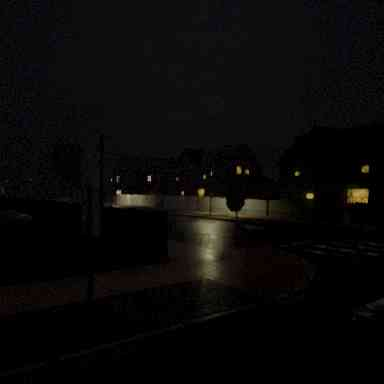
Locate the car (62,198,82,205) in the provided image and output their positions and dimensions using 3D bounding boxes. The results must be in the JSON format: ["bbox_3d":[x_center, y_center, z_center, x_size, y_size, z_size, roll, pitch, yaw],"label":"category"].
[{"bbox_3d":[-13.269,1.322,37.600,1.895,1.301,4.718,0,0,-36],"label":"car"}]
